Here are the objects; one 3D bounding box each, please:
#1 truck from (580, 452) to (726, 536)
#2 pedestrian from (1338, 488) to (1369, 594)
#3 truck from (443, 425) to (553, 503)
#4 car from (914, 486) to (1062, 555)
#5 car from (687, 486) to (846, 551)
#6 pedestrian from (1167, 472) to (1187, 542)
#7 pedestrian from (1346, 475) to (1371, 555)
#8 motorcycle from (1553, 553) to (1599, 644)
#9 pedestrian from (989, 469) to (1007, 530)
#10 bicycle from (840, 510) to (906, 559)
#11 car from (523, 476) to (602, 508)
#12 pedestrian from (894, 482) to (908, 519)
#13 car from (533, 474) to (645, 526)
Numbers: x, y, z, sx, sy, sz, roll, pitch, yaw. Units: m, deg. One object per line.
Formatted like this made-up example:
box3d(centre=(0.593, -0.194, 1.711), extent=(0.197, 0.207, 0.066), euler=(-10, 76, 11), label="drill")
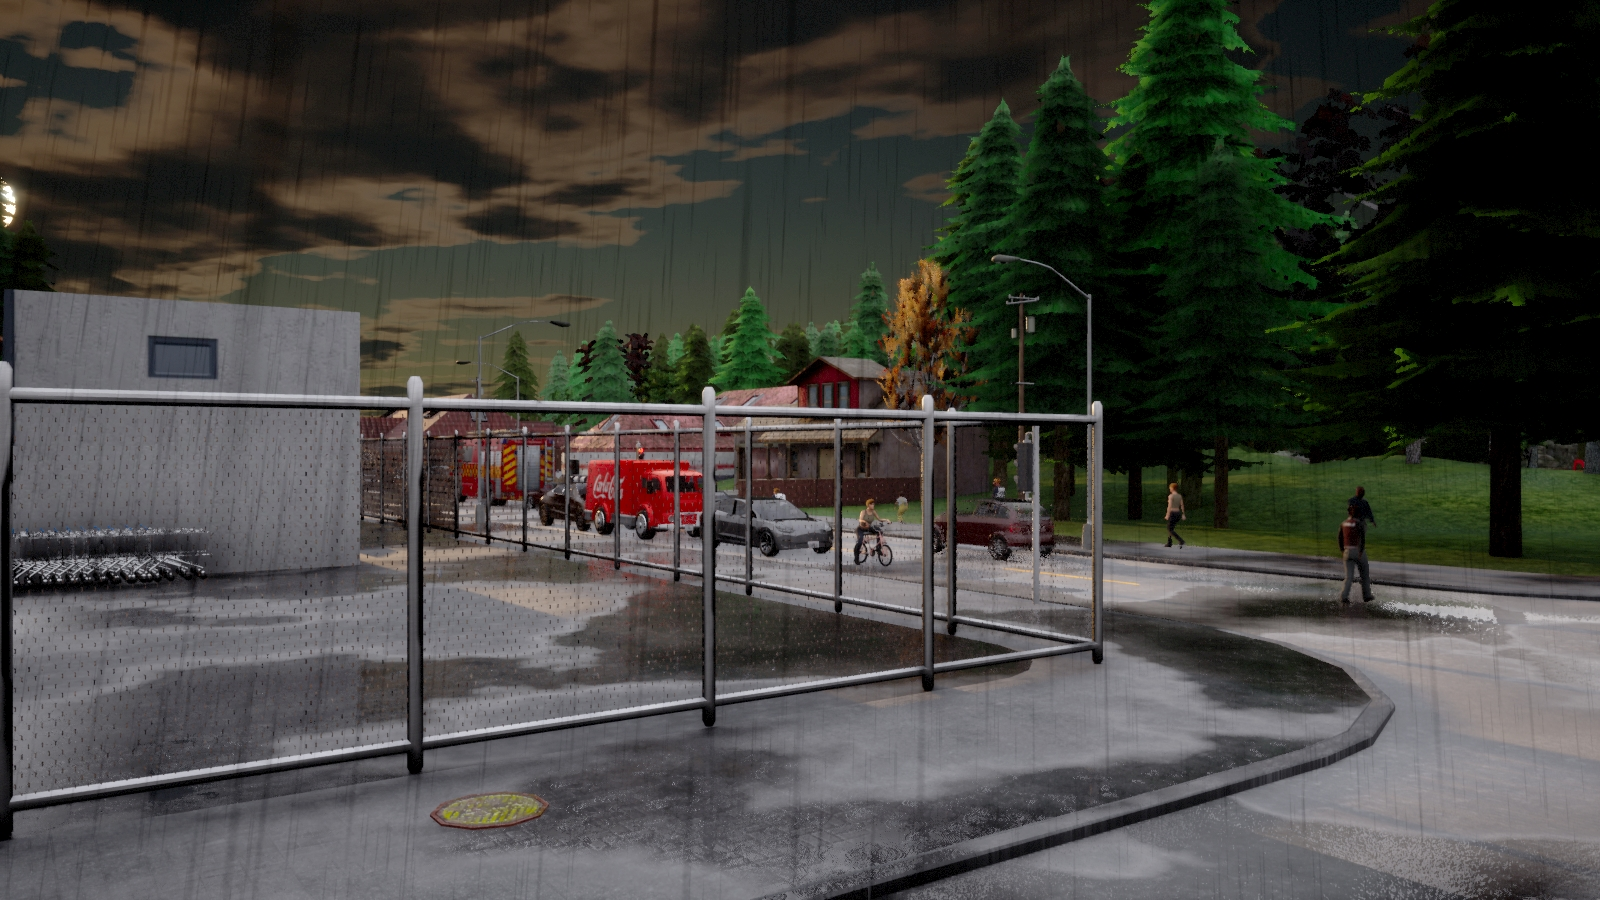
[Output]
box3d(centre=(-4.910, 1.336, 37.383), extent=(2.627, 2.467, 5.204), euler=(0, 0, -35), label="truck")
box3d(centre=(9.969, 1.625, 20.585), extent=(0.375, 1.860, 0.375), euler=(0, 0, -34), label="pedestrian")
box3d(centre=(-16.070, 0.667, 60.303), extent=(2.891, 3.827, 8.468), euler=(0, 0, -35), label="truck")
box3d(centre=(4.919, 1.803, 30.224), extent=(1.789, 1.549, 3.705), euler=(0, 0, -35), label="car")
box3d(centre=(-1.029, 1.840, 31.812), extent=(2.163, 1.488, 4.792), euler=(0, 0, -35), label="car")
box3d(centre=(10.172, 1.522, 30.825), extent=(0.375, 1.860, 0.375), euler=(0, 0, -31), label="pedestrian")
box3d(centre=(13.165, 1.520, 26.930), extent=(0.375, 1.860, 0.375), euler=(0, 0, -5), label="pedestrian")
box3d(centre=(11.317, 1.989, 15.192), extent=(2.033, 1.145, 0.803), euler=(0, -2, 20), label="motorcycle")
box3d(centre=(6.125, 1.520, 35.342), extent=(0.375, 1.860, 0.375), euler=(0, 0, -42), label="pedestrian")
box3d(centre=(1.773, 2.033, 27.810), extent=(0.859, 1.080, 1.487), euler=(0, 0, -35), label="bicycle")
box3d(centre=(-11.114, 1.931, 53.232), extent=(1.895, 1.301, 4.718), euler=(0, 0, -35), label="car")
box3d(centre=(3.639, 1.801, 41.097), extent=(0.375, 1.300, 0.375), euler=(0, 0, -22), label="pedestrian")
box3d(centre=(-7.756, 1.772, 41.538), extent=(2.152, 1.651, 5.027), euler=(0, 0, -34), label="car")
